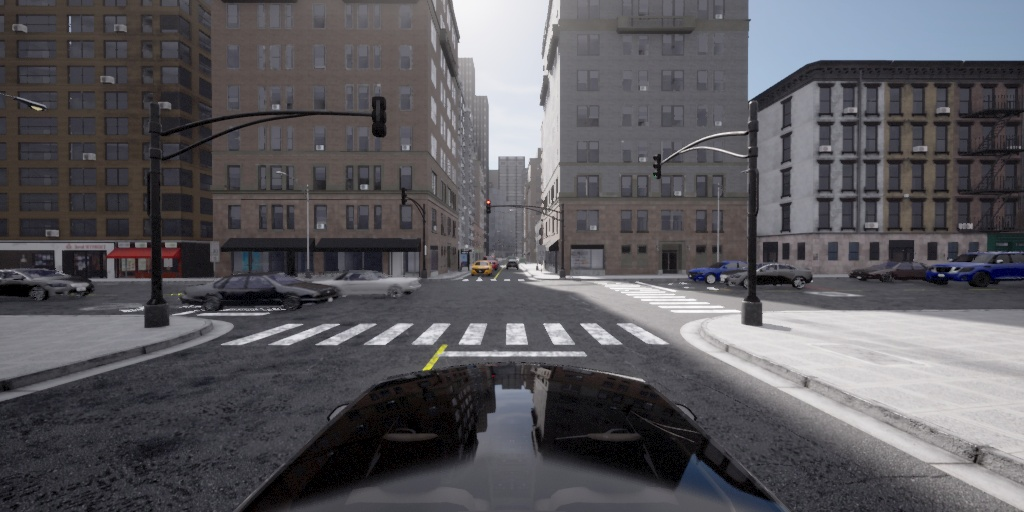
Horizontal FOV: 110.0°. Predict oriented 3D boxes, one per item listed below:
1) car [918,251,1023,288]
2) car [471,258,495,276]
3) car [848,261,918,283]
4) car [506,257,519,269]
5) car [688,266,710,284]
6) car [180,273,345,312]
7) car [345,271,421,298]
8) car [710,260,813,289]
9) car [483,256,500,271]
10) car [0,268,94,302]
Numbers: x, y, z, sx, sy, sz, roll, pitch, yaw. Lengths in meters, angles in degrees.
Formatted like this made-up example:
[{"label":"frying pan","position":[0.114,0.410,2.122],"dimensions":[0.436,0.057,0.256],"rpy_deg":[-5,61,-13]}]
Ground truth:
[{"label":"car","position":[28.158,0.760,21.237],"dimensions":[5.566,2.045,2.150],"rpy_deg":[-1,1,-1]},{"label":"car","position":[-3.119,1.233,37.576],"dimensions":[1.882,1.535,5.008],"rpy_deg":[0,0,0]},{"label":"car","position":[26.355,1.066,24.481],"dimensions":[5.357,1.411,2.033],"rpy_deg":[0,1,0]},{"label":"car","position":[0.063,1.276,56.559],"dimensions":[1.837,1.490,4.892],"rpy_deg":[0,0,0]},{"label":"car","position":[14.647,1.076,24.420],"dimensions":[5.008,1.535,1.882],"rpy_deg":[0,1,0]},{"label":"car","position":[-9.944,1.380,14.340],"dimensions":[5.357,1.411,2.033],"rpy_deg":[-1,1,0]},{"label":"car","position":[-6.979,1.368,17.614],"dimensions":[4.718,1.301,1.895],"rpy_deg":[-1,0,0]},{"label":"car","position":[14.885,1.123,21.171],"dimensions":[4.902,1.511,2.128],"rpy_deg":[0,1,0]},{"label":"car","position":[-3.128,0.987,49.429],"dimensions":[2.150,2.045,5.566],"rpy_deg":[0,0,0]},{"label":"car","position":[-23.518,1.361,17.519],"dimensions":[4.902,1.511,2.128],"rpy_deg":[0,1,0]}]
